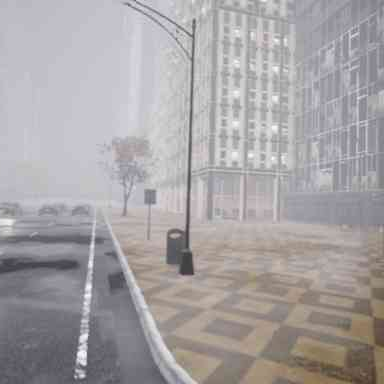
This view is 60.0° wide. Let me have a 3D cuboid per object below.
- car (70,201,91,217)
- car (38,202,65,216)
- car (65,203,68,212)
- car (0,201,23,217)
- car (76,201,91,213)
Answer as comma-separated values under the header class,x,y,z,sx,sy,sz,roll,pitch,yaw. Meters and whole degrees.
class,x,y,z,sx,sy,sz,roll,pitch,yaw
car,-12.606,2.002,37.609,1.812,1.442,4.674,2,-1,-16
car,-15.904,1.916,37.340,1.994,1.385,4.181,2,-2,-16
car,-18.755,2.057,47.121,1.994,1.385,4.181,2,-1,-16
car,-18.128,1.656,32.892,2.128,1.511,4.902,2,-2,-16
car,-15.642,2.104,48.055,1.882,1.535,5.008,2,-1,-16
